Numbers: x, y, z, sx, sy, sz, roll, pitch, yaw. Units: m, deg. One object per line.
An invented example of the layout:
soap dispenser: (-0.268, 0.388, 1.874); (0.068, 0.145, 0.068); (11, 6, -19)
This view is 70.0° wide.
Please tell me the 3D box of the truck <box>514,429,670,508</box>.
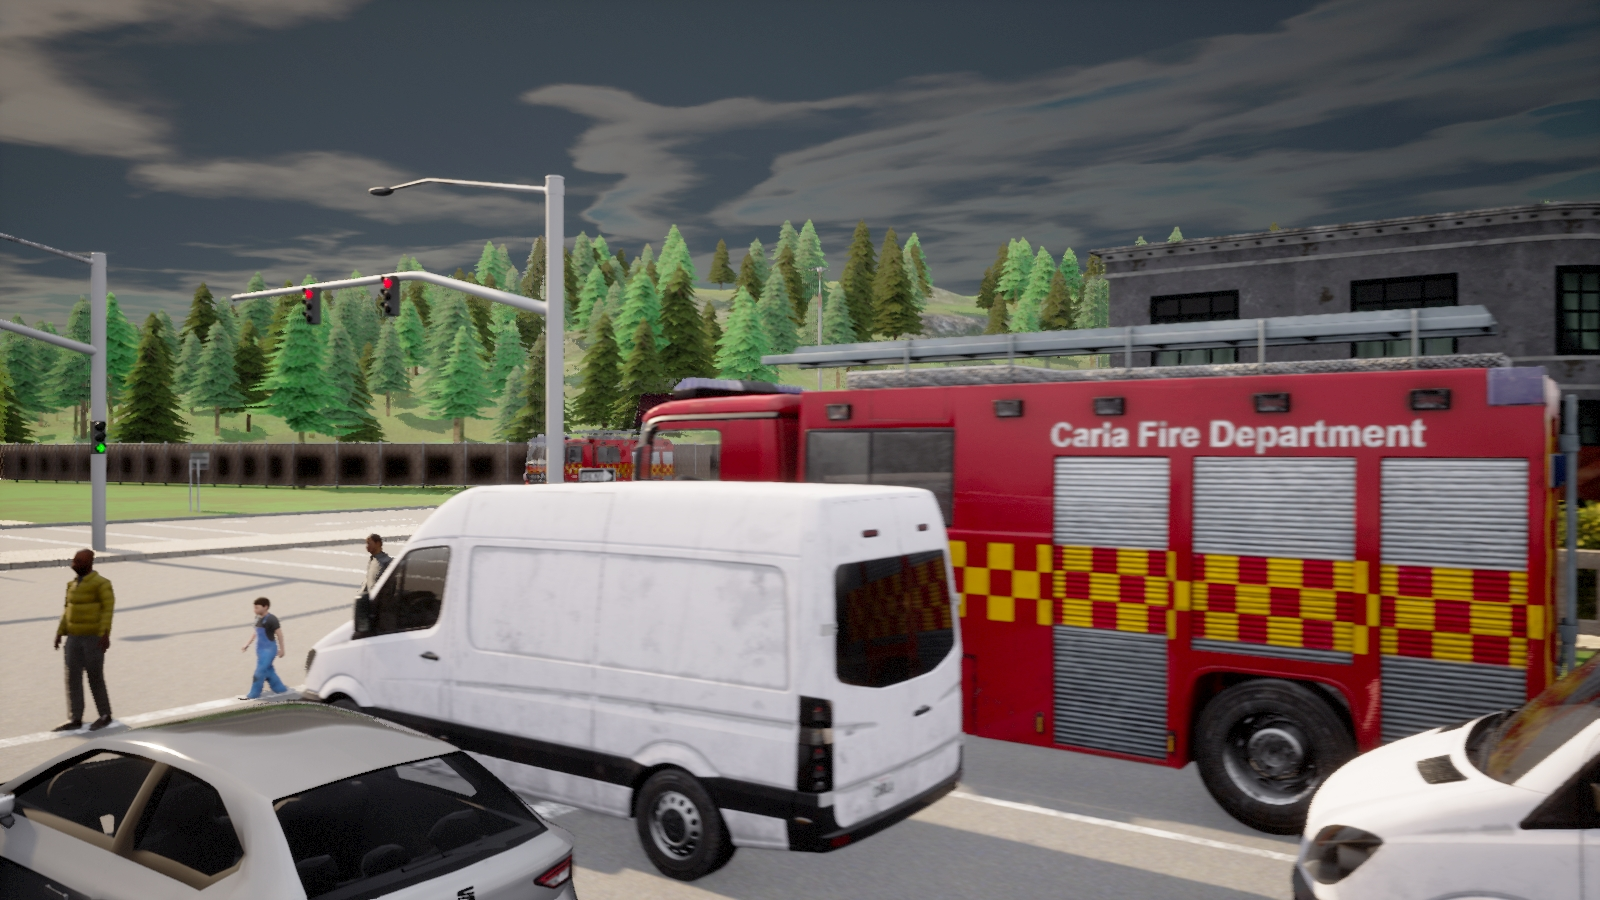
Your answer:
truck: (-10.735, 0.890, 59.992); (2.891, 3.827, 8.468); (0, 0, 36)

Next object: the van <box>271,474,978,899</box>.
van: (-1.690, 1.535, 9.238); (5.915, 2.561, 1.988); (0, 0, 35)

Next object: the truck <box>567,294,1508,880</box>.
truck: (1.789, 0.891, 11.073); (8.468, 3.827, 2.891); (0, 0, 35)

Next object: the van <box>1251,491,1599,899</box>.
van: (5.107, 1.535, 4.476); (5.915, 2.561, 1.988); (0, 0, 35)

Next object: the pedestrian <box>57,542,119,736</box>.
pedestrian: (-7.132, 1.872, 11.445); (0.375, 1.860, 0.375); (0, 0, 19)

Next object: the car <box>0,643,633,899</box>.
car: (-3.037, 2.066, 5.915); (4.193, 1.474, 1.816); (0, 0, 35)

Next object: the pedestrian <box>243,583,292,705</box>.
pedestrian: (-6.092, 2.207, 13.071); (0.375, 1.300, 0.375); (0, 0, 36)

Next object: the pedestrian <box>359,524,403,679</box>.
pedestrian: (-5.210, 1.864, 14.216); (0.375, 1.860, 0.375); (0, 0, 41)
